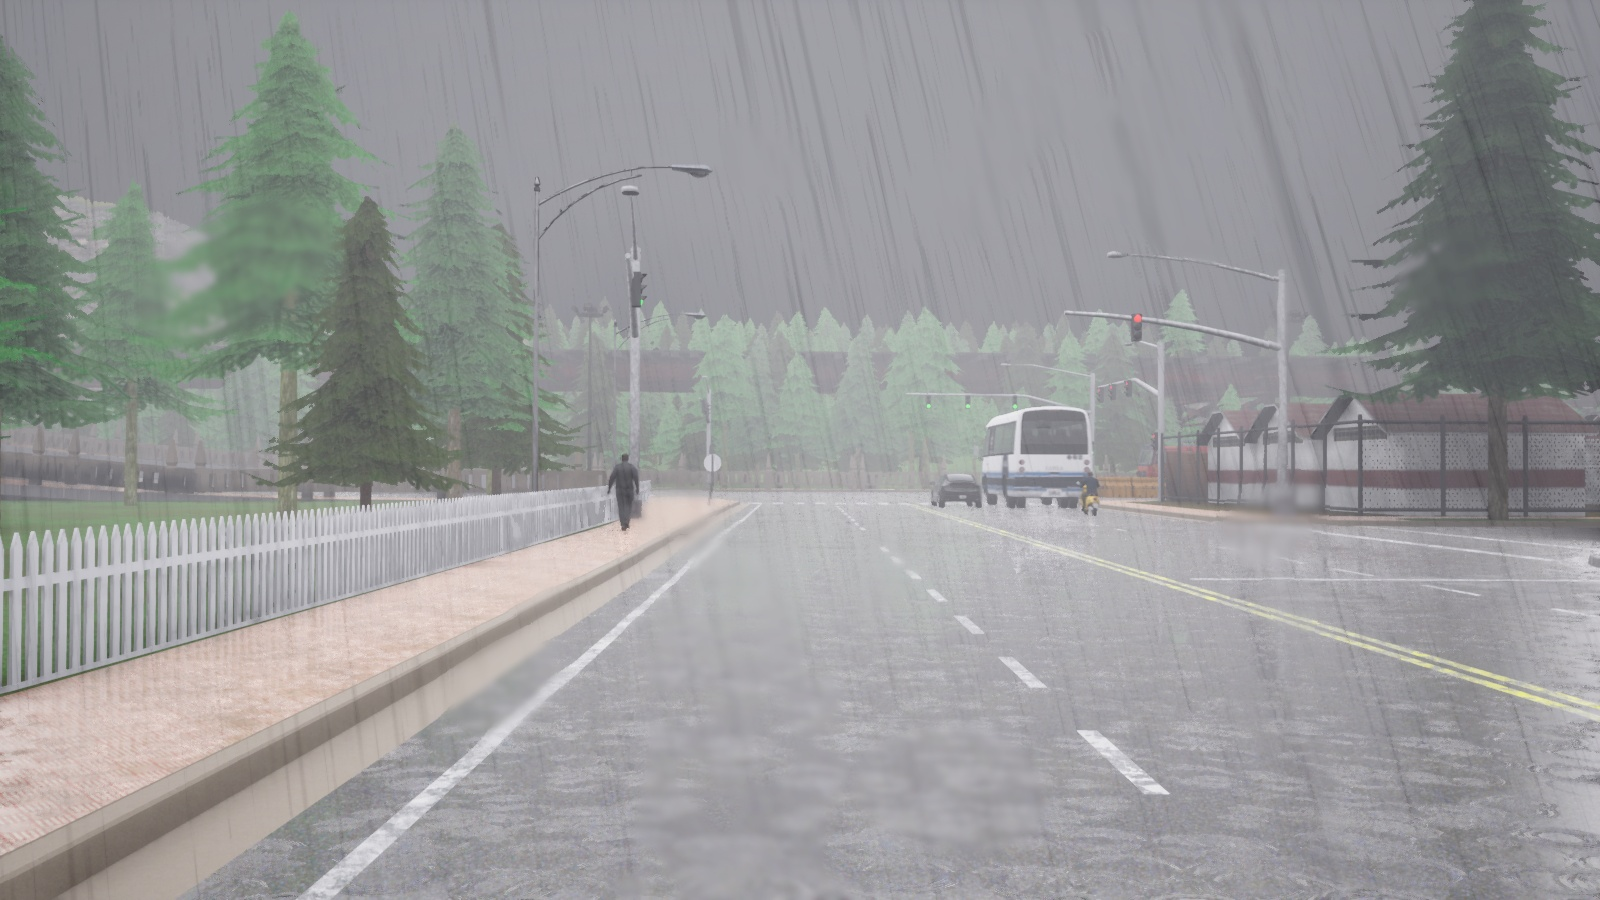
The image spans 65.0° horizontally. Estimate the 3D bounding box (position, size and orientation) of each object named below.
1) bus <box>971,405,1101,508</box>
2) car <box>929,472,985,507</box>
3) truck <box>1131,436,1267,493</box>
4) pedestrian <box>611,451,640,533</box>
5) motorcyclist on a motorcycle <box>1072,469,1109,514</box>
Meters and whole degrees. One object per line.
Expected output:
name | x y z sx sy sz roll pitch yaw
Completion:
bus | 10.433 0.350 56.934 3.944 4.253 10.273 0 -1 0
car | 6.929 1.728 55.885 1.837 1.490 4.892 0 -1 0
truck | 27.591 0.997 87.012 8.468 3.827 2.891 0 -1 -2
pedestrian | -4.074 0.981 29.356 0.563 1.883 0.849 0 -1 0
motorcyclist on a motorcycle | 10.443 1.484 45.205 0.866 1.590 1.817 0 -1 0
